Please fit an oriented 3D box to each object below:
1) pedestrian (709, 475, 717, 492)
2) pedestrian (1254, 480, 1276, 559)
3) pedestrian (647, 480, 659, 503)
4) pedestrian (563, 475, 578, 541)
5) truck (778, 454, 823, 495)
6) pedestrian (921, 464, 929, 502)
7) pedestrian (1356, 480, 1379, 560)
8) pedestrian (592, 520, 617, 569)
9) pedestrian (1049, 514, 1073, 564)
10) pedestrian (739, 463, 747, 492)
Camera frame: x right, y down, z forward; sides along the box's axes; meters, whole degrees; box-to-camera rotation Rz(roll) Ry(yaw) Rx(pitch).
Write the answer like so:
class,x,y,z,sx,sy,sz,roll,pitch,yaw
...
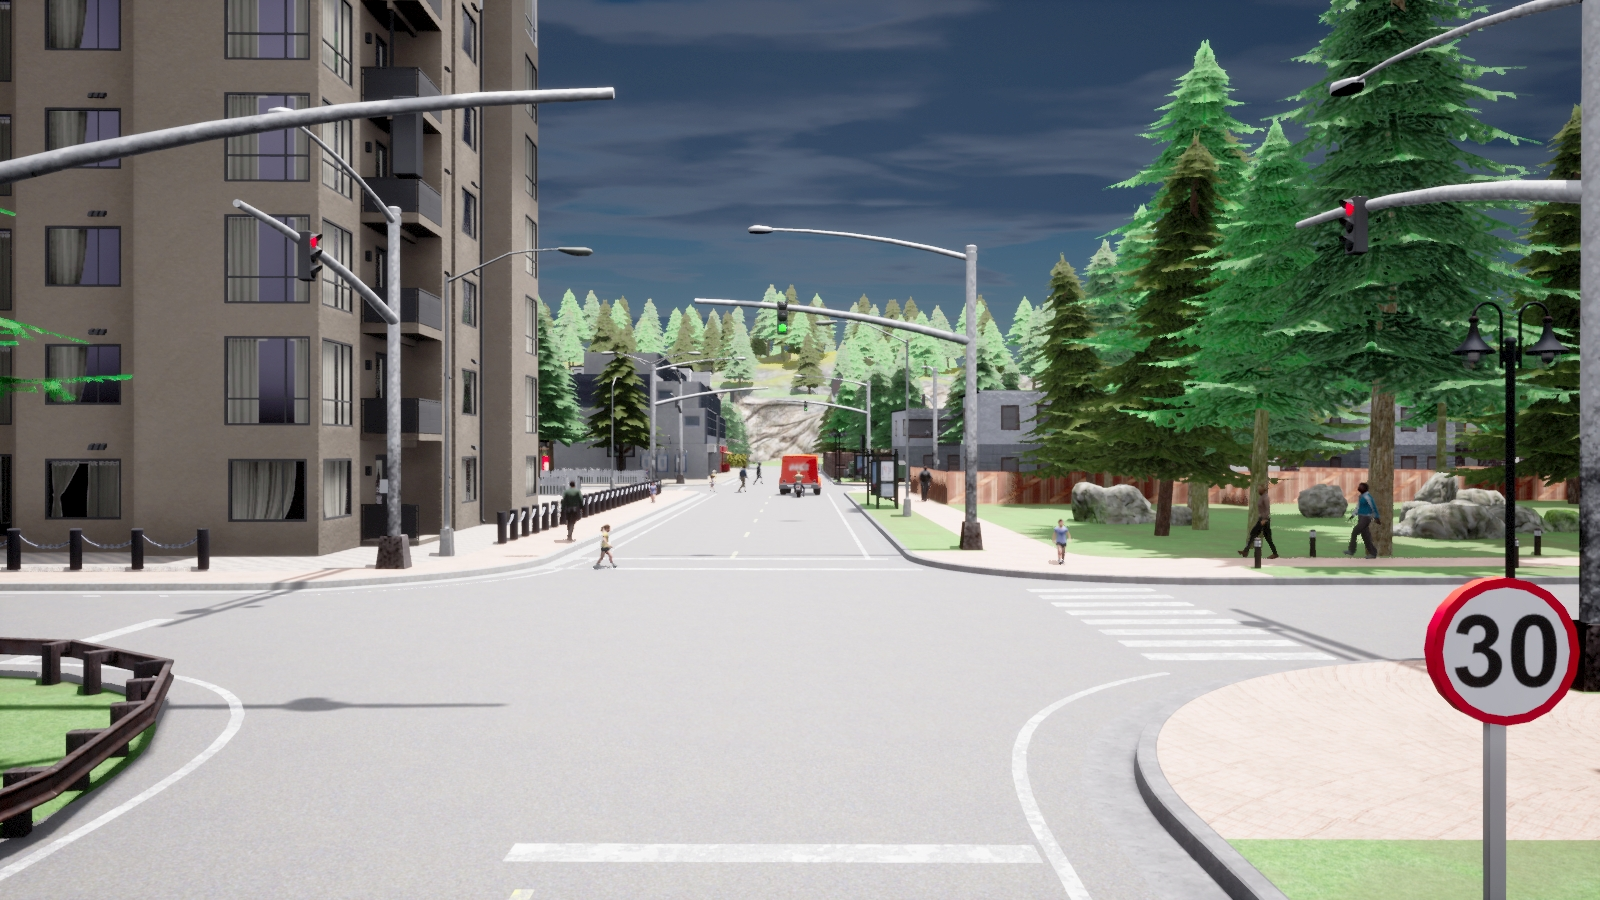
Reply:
class,x,y,z,sx,sy,sz,roll,pitch,yaw
pedestrian,-5.701,2.168,74.766,0.500,1.100,0.500,0,0,-3
pedestrian,11.046,1.647,27.133,0.375,1.860,0.375,0,0,3
pedestrian,-7.166,2.026,55.701,0.500,1.100,0.500,0,0,-2
pedestrian,-6.553,1.657,32.644,0.375,1.860,0.375,0,0,-4
truck,0.071,1.506,71.518,2.627,2.467,5.204,0,0,3
pedestrian,6.207,1.643,56.794,0.375,1.860,0.375,0,0,1
pedestrian,13.421,1.646,27.017,0.375,1.860,0.375,0,0,1
pedestrian,-4.565,2.193,26.683,0.500,1.100,0.500,0,0,1
pedestrian,5.973,2.042,26.189,0.500,1.100,0.500,0,0,9
pedestrian,-3.664,1.786,73.333,0.375,1.860,0.375,0,0,-44
